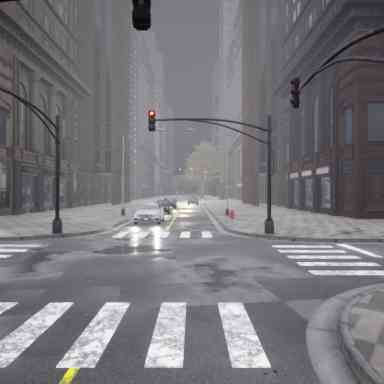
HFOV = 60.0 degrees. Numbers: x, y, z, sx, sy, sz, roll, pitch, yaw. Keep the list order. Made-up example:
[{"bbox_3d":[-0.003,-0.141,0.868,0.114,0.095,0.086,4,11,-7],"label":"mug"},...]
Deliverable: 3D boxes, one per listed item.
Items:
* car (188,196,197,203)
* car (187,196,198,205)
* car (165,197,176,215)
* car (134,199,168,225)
[{"bbox_3d":[0.169,1.574,69.769,1.812,1.442,4.674,0,0,0],"label":"car"},{"bbox_3d":[0.147,1.582,59.287,2.033,1.411,5.357,0,0,0],"label":"car"},{"bbox_3d":[-3.067,1.552,34.914,2.033,1.411,5.357,0,0,0],"label":"car"},{"bbox_3d":[-3.075,1.526,24.504,1.812,1.442,4.674,0,0,0],"label":"car"}]
